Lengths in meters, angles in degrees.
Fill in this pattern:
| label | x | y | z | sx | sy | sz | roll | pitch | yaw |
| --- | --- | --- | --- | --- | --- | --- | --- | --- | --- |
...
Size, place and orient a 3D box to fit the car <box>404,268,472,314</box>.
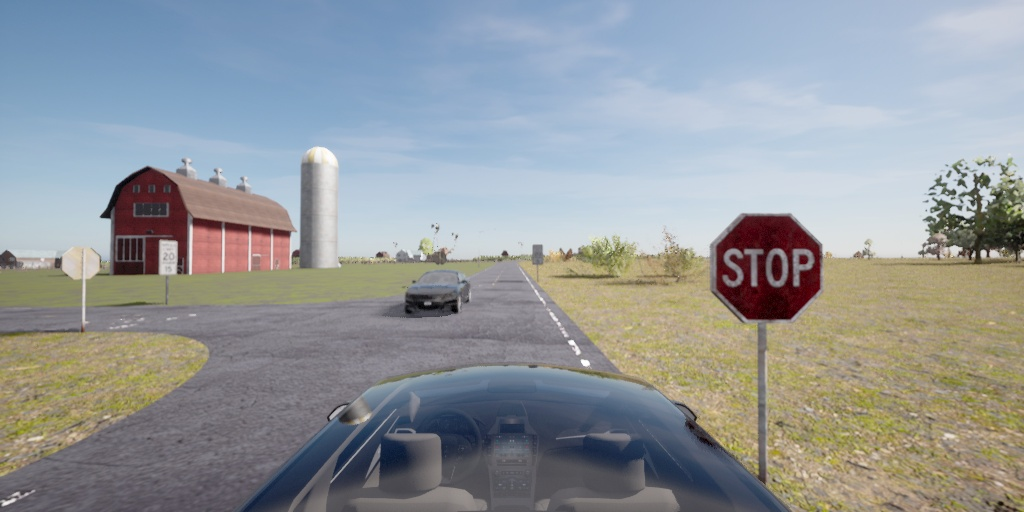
| label | x | y | z | sx | sy | sz | roll | pitch | yaw |
| --- | --- | --- | --- | --- | --- | --- | --- | --- | --- |
| car | -2.736 | 1.275 | 14.136 | 1.882 | 1.535 | 5.008 | 0 | 0 | 0 |
